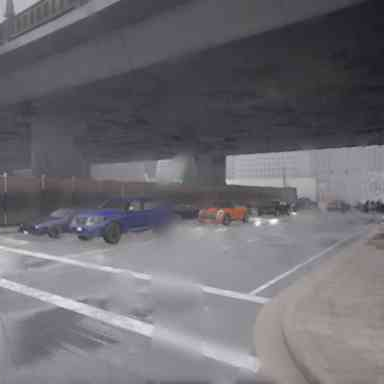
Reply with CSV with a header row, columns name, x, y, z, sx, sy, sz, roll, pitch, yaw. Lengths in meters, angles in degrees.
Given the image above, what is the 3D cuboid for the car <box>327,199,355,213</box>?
name,x,y,z,sx,sy,sz,roll,pitch,yaw
car,17.710,1.688,39.983,2.033,1.411,5.357,0,0,36

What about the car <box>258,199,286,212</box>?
name,x,y,z,sx,sy,sz,roll,pitch,yaw
car,10.020,1.635,41.396,1.812,1.442,4.674,0,0,35

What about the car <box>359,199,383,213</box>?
name,x,y,z,sx,sy,sz,roll,pitch,yaw
car,21.501,1.648,39.208,2.128,1.511,4.902,0,0,35

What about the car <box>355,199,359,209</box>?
name,x,y,z,sx,sy,sz,roll,pitch,yaw
car,23.146,1.702,47.850,1.812,1.442,4.674,0,0,35

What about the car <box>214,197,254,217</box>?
name,x,y,z,sx,sy,sz,roll,pitch,yaw
car,4.272,1.424,33.203,2.097,1.767,4.553,0,0,35

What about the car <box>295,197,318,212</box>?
name,x,y,z,sx,sy,sz,roll,pitch,yaw
car,13.896,1.478,40.811,2.097,1.767,4.553,0,0,35

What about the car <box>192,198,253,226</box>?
name,x,y,z,sx,sy,sz,roll,pitch,yaw
car,2.350,1.402,24.348,2.097,1.767,4.553,0,0,35

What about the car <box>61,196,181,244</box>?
name,x,y,z,sx,sy,sz,roll,pitch,yaw
car,-3.212,1.236,16.390,2.150,2.045,5.566,0,0,35

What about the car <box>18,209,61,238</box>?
name,x,y,z,sx,sy,sz,roll,pitch,yaw
car,-6.363,1.550,17.989,2.033,1.411,5.357,0,0,35

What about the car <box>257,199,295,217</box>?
name,x,y,z,sx,sy,sz,roll,pitch,yaw
car,8.082,1.565,32.544,1.882,1.535,5.008,0,0,35

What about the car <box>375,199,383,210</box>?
name,x,y,z,sx,sy,sz,roll,pitch,yaw
car,27.744,1.722,48.206,1.812,1.442,4.674,0,0,33

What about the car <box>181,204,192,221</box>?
name,x,y,z,sx,sy,sz,roll,pitch,yaw
car,-0.872,1.639,25.853,1.895,1.301,4.718,0,0,35
